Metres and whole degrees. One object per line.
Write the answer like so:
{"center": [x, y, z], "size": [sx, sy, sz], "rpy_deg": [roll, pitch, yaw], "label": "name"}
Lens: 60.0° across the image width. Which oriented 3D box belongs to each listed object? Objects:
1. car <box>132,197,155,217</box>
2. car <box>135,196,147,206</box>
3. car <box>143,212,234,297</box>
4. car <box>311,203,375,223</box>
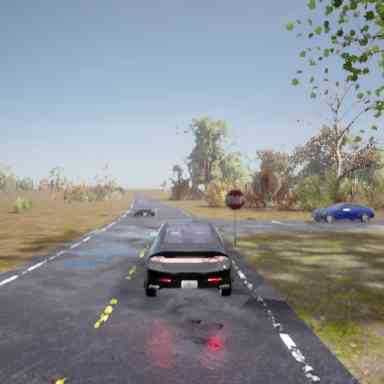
{"center": [-4.565, 1.513, 30.986], "size": [2.033, 1.411, 5.357], "rpy_deg": [0, 0, -12], "label": "car"}
{"center": [-8.610, 1.460, 56.006], "size": [1.812, 1.442, 4.674], "rpy_deg": [0, 0, -9], "label": "car"}
{"center": [-0.106, 1.483, 8.543], "size": [2.128, 1.511, 4.902], "rpy_deg": [0, 0, -1], "label": "car"}
{"center": [11.383, 1.531, 25.138], "size": [4.674, 1.442, 1.812], "rpy_deg": [0, 0, -9], "label": "car"}
